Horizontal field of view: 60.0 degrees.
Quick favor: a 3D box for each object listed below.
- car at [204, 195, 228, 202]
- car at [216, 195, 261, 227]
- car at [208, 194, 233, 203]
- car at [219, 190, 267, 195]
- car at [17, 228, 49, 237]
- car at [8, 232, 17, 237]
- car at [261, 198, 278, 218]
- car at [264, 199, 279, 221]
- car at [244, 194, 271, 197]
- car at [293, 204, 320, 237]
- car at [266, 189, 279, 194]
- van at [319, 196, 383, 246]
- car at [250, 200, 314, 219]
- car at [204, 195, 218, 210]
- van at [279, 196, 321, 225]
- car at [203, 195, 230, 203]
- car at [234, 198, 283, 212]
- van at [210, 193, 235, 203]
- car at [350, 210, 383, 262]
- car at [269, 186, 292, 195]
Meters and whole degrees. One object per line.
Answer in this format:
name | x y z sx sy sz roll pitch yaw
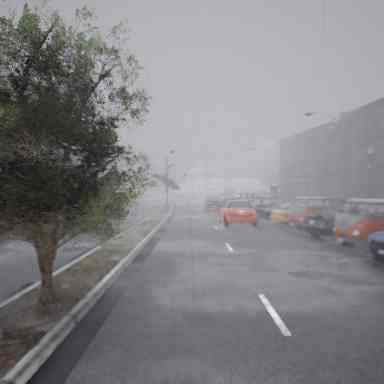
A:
car | 5.310 1.438 73.596 4.792 1.488 2.163 1 0 -26
car | 3.066 1.331 22.933 2.097 1.767 4.553 0 0 0
car | 5.731 1.283 67.621 4.553 1.767 2.185 1 0 -25
car | 7.127 1.181 46.497 5.566 2.045 2.435 1 0 -23
car | -10.469 1.241 17.065 5.566 2.045 2.435 -1 0 -20
car | -10.411 1.523 14.116 4.792 1.488 2.163 -1 0 -20
car | 7.732 1.459 25.375 5.008 1.535 2.097 1 0 -21
car | 7.916 1.461 22.432 5.366 1.575 1.946 1 0 -20
car | 7.618 1.326 31.413 4.553 1.767 2.185 1 0 -21
car | 7.788 1.498 16.349 4.792 1.488 2.163 1 0 -20
car | 19.948 0.110 85.779 2.002 1.452 4.674 -7 4 -30
van | 7.657 1.244 13.280 4.442 1.987 1.878 1 0 -20
car | 7.676 1.456 28.394 4.892 1.521 2.231 1 0 -21
car | 2.616 1.465 42.659 1.837 1.490 4.892 0 0 -2
van | 7.650 1.238 19.305 4.442 1.987 1.878 1 0 -20
car | 5.254 1.400 70.536 5.366 1.575 1.946 1 0 -26
car | 7.492 1.444 37.459 5.008 1.535 2.097 1 0 -22
van | 5.860 1.185 64.548 4.442 1.987 1.878 1 0 -25
car | 7.764 1.474 10.316 5.008 1.535 2.097 1 0 -20
car | 22.895 -0.470 86.296 2.435 2.045 5.566 -7 4 -30
